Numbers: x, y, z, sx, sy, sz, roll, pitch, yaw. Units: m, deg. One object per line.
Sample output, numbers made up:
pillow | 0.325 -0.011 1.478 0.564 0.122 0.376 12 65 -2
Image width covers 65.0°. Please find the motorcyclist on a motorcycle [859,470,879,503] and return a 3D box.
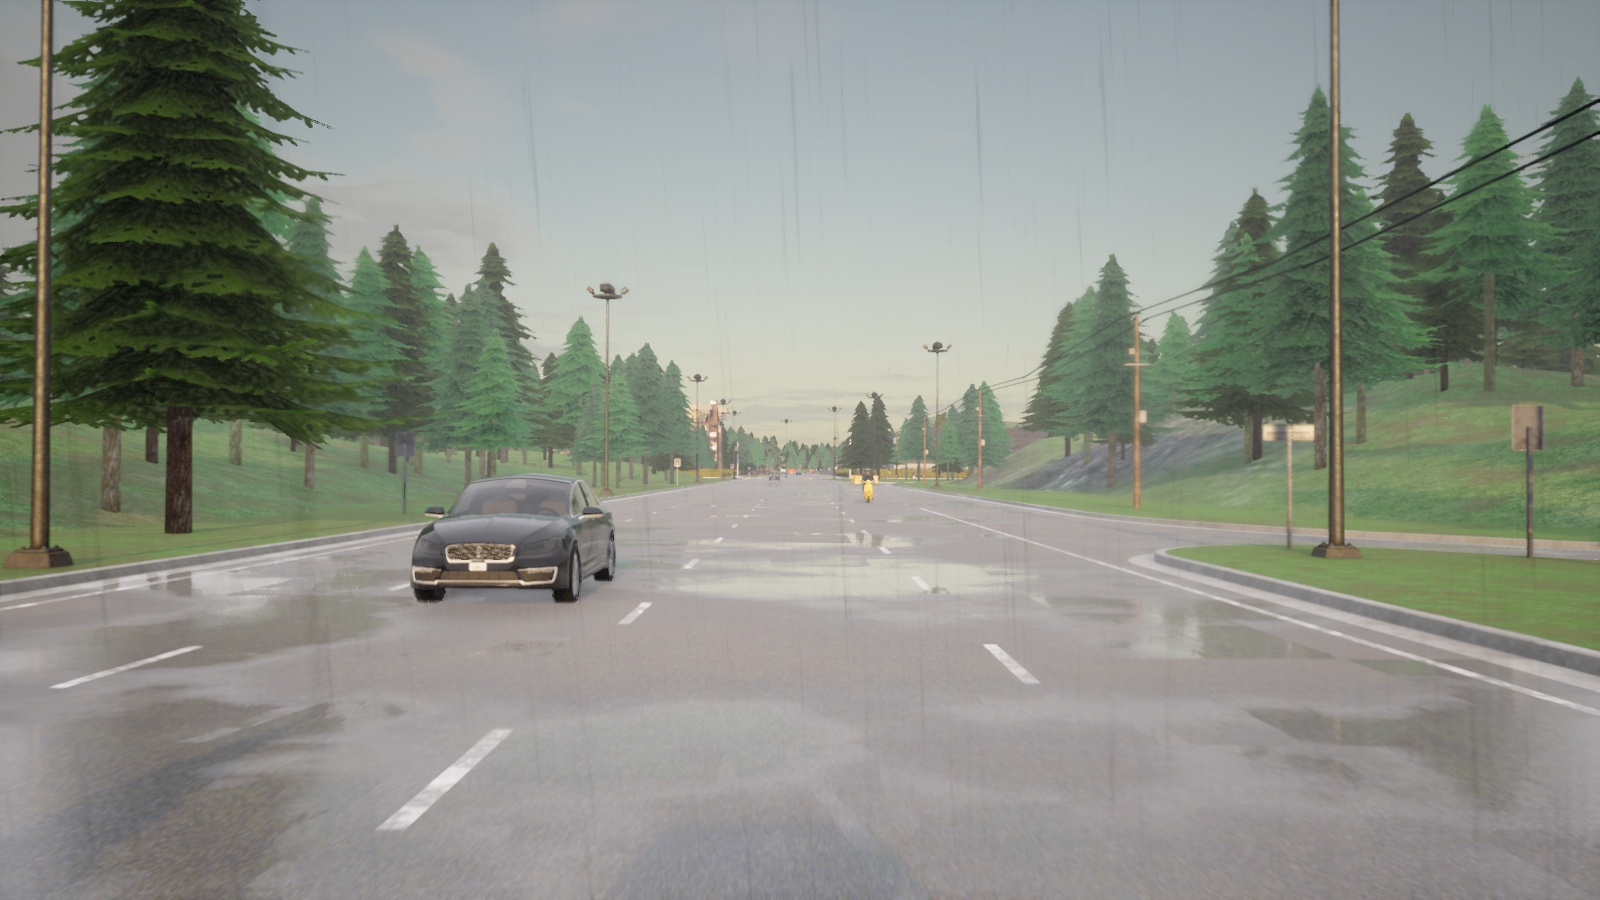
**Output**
motorcyclist on a motorcycle | 3.350 1.784 61.499 0.866 1.590 1.817 0 -1 0

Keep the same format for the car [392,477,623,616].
car | -3.539 1.104 16.168 1.837 1.490 4.892 0 -1 0
